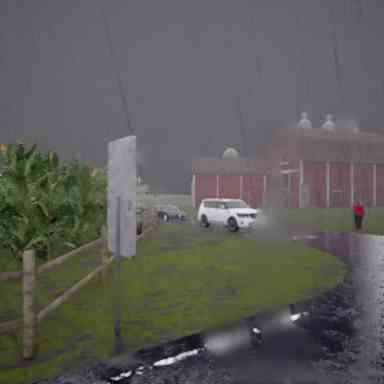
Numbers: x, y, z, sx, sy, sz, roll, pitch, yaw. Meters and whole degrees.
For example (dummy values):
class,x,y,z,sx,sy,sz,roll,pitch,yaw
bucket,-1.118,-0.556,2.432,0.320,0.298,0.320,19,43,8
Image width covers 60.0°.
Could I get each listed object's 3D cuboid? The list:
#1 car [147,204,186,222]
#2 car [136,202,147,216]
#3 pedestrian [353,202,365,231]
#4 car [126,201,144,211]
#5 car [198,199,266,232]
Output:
class,x,y,z,sx,sy,sz,roll,pitch,yaw
car,-2.219,1.909,31.004,1.837,1.490,4.892,1,-1,-27
car,-6.667,2.074,40.086,1.837,1.490,4.892,1,-1,-25
pedestrian,10.370,1.482,20.747,0.375,1.860,0.375,0,0,-32
car,-9.312,2.291,54.056,1.882,1.535,5.008,1,-1,-21
car,2.496,1.463,22.418,2.150,2.045,5.566,1,-1,-30
